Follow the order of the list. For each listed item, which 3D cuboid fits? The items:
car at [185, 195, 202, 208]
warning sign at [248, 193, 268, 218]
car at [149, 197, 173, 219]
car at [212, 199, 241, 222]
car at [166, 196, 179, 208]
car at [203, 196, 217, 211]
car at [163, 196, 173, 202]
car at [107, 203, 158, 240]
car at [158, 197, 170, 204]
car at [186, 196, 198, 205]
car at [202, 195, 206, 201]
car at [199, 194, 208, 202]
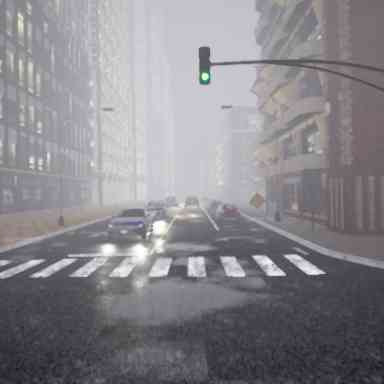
[{"bbox_3d":[0.014,1.324,48.096,2.097,1.767,4.553,-1,0,0],"label":"car"},{"bbox_3d":[5.056,0.984,25.638,1.300,1.860,1.060,-1,0,0],"label":"warning sign"},{"bbox_3d":[-3.093,1.522,29.084,2.128,1.511,4.902,-1,0,0],"label":"car"},{"bbox_3d":[2.742,1.497,25.524,1.802,1.307,4.206,-1,0,0],"label":"car"},{"bbox_3d":[-3.018,1.385,48.887,2.097,1.767,4.553,-1,0,1],"label":"car"},{"bbox_3d":[2.701,1.468,38.442,2.008,1.369,4.403,-1,0,0],"label":"car"},{"bbox_3d":[-5.650,1.644,77.988,1.887,1.381,4.507,-1,0,0],"label":"car"},{"bbox_3d":[-3.104,1.558,17.550,1.812,1.442,4.674,-1,0,0],"label":"car"},{"bbox_3d":[-5.657,1.644,66.690,2.008,1.369,4.403,-1,0,0],"label":"car"},{"bbox_3d":[0.025,1.522,58.127,2.033,1.411,5.357,-1,0,0],"label":"car"},{"bbox_3d":[2.705,1.468,44.090,2.008,1.369,4.403,-1,0,0],"label":"car"},{"bbox_3d":[2.727,1.371,77.982,1.967,1.590,4.097,-1,0,0],"label":"car"}]
